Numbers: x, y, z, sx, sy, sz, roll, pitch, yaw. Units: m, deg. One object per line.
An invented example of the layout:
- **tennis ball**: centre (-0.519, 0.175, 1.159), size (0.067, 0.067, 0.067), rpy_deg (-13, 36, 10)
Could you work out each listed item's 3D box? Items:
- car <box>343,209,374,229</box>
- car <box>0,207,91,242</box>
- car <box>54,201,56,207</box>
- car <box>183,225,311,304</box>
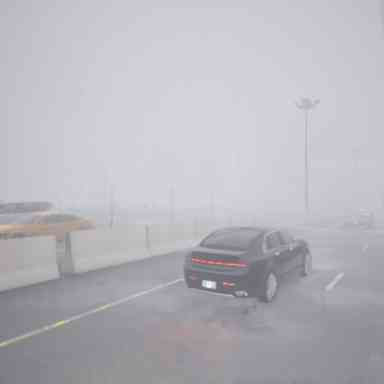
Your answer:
- **car**: centre (13.149, 2.041, 26.155), size (1.812, 1.442, 4.674), rpy_deg (0, -2, 33)
- **car**: centre (-6.810, 1.661, 15.187), size (1.882, 1.535, 5.008), rpy_deg (0, -1, 33)
- **car**: centre (-9.619, 1.428, 17.289), size (2.150, 2.045, 5.566), rpy_deg (0, -1, 33)
- **car**: centre (1.659, 1.612, 8.586), size (1.837, 1.490, 4.892), rpy_deg (0, -1, 33)
